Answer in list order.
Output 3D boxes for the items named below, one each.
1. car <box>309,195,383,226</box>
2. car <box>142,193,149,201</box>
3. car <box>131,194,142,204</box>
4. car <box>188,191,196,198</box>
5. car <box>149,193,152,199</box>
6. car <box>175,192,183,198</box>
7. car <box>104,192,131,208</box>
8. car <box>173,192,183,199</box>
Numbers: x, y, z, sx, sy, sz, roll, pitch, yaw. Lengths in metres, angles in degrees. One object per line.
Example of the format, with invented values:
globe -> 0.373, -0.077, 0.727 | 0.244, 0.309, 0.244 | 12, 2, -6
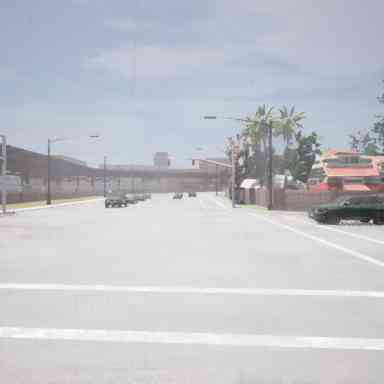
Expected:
car -> 11.083, 1.231, 23.162 | 5.566, 2.045, 2.150 | 0, 0, -2
car -> -10.436, 1.142, 66.245 | 1.994, 1.385, 4.181 | 0, 1, 0
car -> -10.445, 1.286, 56.527 | 2.033, 1.411, 5.357 | 0, 1, 0
car -> 0.084, 0.519, 86.839 | 2.097, 1.767, 4.553 | 0, 1, 0
car -> -10.426, 0.897, 76.577 | 1.812, 1.442, 4.674 | 0, 1, 0
car -> -3.416, 0.709, 87.201 | 1.994, 1.385, 4.181 | 0, 1, 0
car -> -10.509, 1.082, 46.405 | 2.150, 2.045, 5.566 | 0, 1, 1
car -> -3.425, 0.963, 76.883 | 1.895, 1.301, 4.718 | 0, 1, 0
